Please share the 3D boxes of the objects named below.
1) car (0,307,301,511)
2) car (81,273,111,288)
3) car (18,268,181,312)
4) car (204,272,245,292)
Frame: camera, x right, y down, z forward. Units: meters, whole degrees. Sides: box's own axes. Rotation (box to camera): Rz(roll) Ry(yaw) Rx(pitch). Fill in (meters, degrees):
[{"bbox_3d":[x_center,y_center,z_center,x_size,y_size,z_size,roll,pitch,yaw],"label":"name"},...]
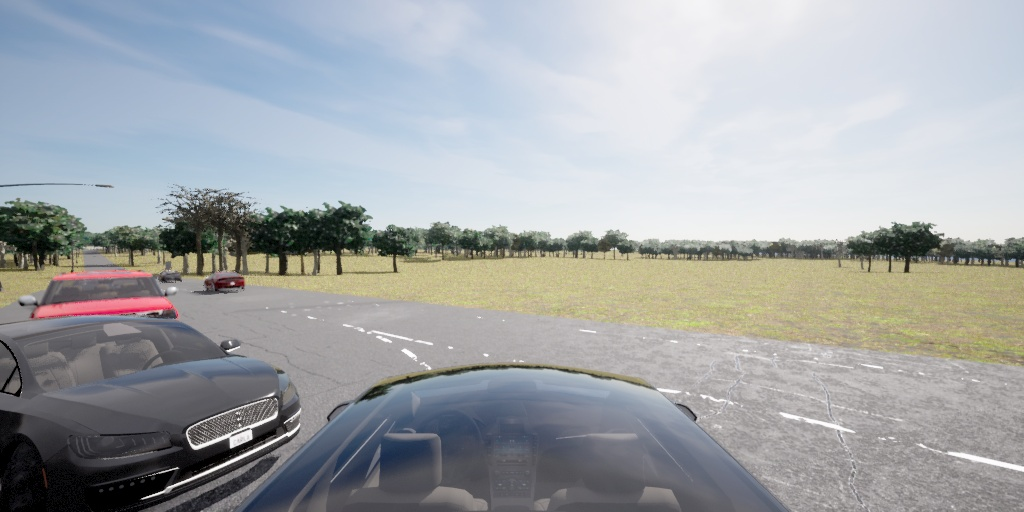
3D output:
[{"bbox_3d":[-4.624,1.445,3.943,4.892,1.490,1.837,-3,-3,20],"label":"car"},{"bbox_3d":[-46.636,2.699,40.257,1.812,1.442,4.674,-1,0,-45],"label":"car"},{"bbox_3d":[-10.044,1.397,8.862,5.566,2.045,2.150,-1,0,40],"label":"car"},{"bbox_3d":[-23.351,2.028,29.099,5.008,1.535,1.882,-2,0,40],"label":"car"}]
